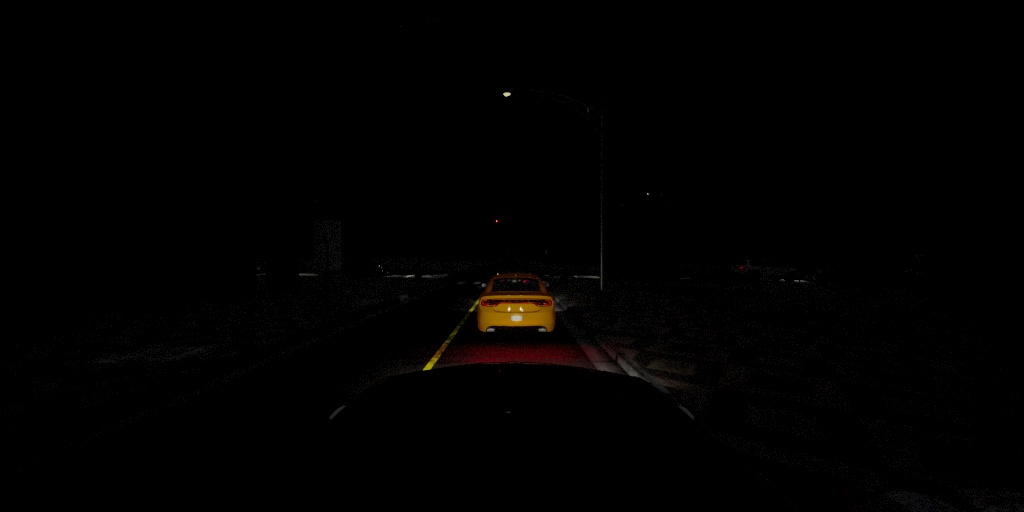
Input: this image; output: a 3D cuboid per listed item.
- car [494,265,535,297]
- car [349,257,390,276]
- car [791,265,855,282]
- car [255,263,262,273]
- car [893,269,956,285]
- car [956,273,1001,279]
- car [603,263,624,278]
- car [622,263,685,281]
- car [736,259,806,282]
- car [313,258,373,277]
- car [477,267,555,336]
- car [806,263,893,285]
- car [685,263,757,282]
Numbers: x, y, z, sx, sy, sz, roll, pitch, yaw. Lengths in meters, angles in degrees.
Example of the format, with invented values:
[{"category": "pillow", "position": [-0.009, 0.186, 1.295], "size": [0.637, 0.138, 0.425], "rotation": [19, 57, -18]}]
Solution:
[{"category": "car", "position": [0.110, 1.296, 20.257], "size": [2.033, 1.411, 5.357], "rotation": [0, 0, 0]}, {"category": "car", "position": [-13.884, 0.927, 33.618], "size": [4.553, 1.767, 2.097], "rotation": [1, 0, 1]}, {"category": "car", "position": [31.882, 1.770, 36.821], "size": [4.892, 1.490, 1.837], "rotation": [1, 0, 0]}, {"category": "car", "position": [-26.236, 0.896, 33.670], "size": [4.902, 1.511, 2.128], "rotation": [1, 0, 0]}, {"category": "car", "position": [34.714, 1.861, 30.970], "size": [4.507, 1.381, 1.888], "rotation": [0, 0, 0]}, {"category": "car", "position": [40.364, 1.993, 30.967], "size": [4.207, 1.307, 1.802], "rotation": [0, 0, 0]}, {"category": "car", "position": [11.899, 1.454, 36.843], "size": [4.892, 1.490, 1.837], "rotation": [1, 0, 0]}, {"category": "car", "position": [12.141, 1.522, 30.985], "size": [4.313, 1.339, 1.948], "rotation": [0, 0, 0]}, {"category": "car", "position": [23.704, 1.355, 33.638], "size": [5.566, 2.045, 2.150], "rotation": [1, 0, 0]}, {"category": "car", "position": [-14.767, 1.115, 30.905], "size": [4.403, 1.370, 2.007], "rotation": [0, 0, 0]}, {"category": "car", "position": [0.103, 1.227, 10.430], "size": [1.882, 1.535, 5.008], "rotation": [0, 0, 0]}, {"category": "car", "position": [29.070, 1.538, 30.974], "size": [5.009, 1.841, 2.192], "rotation": [0, 0, 0]}, {"category": "car", "position": [17.953, 1.568, 30.981], "size": [4.829, 1.417, 1.751], "rotation": [0, 0, 0]}]
